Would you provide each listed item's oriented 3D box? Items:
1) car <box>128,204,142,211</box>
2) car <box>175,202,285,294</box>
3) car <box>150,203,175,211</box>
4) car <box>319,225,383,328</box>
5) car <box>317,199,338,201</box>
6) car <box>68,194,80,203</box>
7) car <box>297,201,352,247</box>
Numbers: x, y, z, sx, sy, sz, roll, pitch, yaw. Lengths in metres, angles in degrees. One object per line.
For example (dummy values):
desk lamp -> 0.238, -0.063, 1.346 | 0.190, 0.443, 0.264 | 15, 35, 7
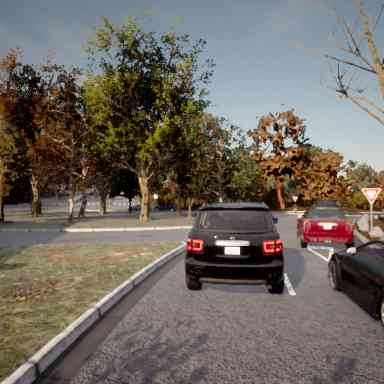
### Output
car -> -8.912, 2.784, 60.697 | 5.357, 1.411, 2.033 | 0, -1, 1
car -> 1.211, 1.269, 9.167 | 2.150, 2.045, 5.566 | 0, -1, 9
car -> -4.188, 2.647, 56.938 | 4.892, 1.490, 1.837 | -1, -2, 26
car -> 4.089, 1.581, 6.339 | 1.994, 1.385, 4.181 | 0, 0, 7
car -> 12.139, 1.665, 29.520 | 2.150, 2.045, 5.566 | -1, -1, 27
car -> -31.236, 2.001, 86.943 | 1.946, 1.575, 5.366 | 0, 2, -11
car -> 6.049, 1.470, 15.460 | 2.097, 1.767, 4.553 | 0, -1, 16
